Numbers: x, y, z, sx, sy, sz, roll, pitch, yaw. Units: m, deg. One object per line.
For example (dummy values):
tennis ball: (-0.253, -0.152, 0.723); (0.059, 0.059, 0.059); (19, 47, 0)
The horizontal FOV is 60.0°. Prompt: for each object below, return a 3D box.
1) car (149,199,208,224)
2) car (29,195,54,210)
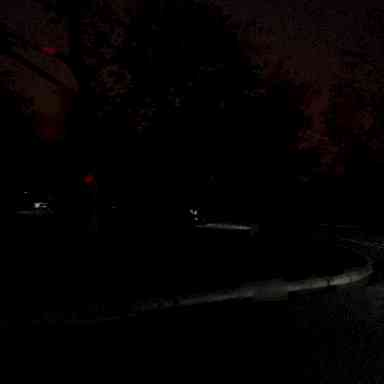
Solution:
car: (-1.159, 1.259, 23.127); (4.553, 1.767, 2.097); (1, 0, 28)
car: (-16.165, 1.131, 36.123); (2.128, 1.511, 4.902); (1, 0, -12)
